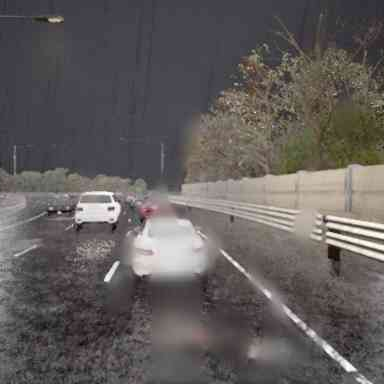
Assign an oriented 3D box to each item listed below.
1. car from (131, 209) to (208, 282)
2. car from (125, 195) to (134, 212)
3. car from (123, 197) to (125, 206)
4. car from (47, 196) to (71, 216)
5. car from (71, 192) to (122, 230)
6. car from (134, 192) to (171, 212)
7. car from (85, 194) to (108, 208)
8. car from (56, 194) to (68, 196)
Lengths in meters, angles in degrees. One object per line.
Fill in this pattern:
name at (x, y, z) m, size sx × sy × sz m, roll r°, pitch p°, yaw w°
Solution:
car at (-0.669, 1.427, 9.381) m, size 1.812 × 1.442 × 4.674 m, roll 0°, pitch 0°, yaw -6°
car at (-5.171, 1.153, 32.892) m, size 2.128 × 1.511 × 4.902 m, roll 0°, pitch 1°, yaw -15°
car at (-7.808, 1.082, 43.123) m, size 1.812 × 1.442 × 4.674 m, roll 0°, pitch 1°, yaw -13°
car at (-11.115, 1.312, 28.521) m, size 1.895 × 1.301 × 4.718 m, roll 0°, pitch 1°, yaw -16°
car at (-5.457, 1.019, 19.780) m, size 2.150 × 2.045 × 5.566 m, roll 0°, pitch 1°, yaw -10°
car at (-2.746, 1.108, 23.573) m, size 2.097 × 1.767 × 4.553 m, roll 0°, pitch 1°, yaw -12°
car at (-11.937, 1.069, 41.376) m, size 2.128 × 1.511 × 4.902 m, roll 0°, pitch 1°, yaw -22°
car at (-18.701, 1.009, 47.747) m, size 2.128 × 1.511 × 4.902 m, roll 0°, pitch 1°, yaw -26°
